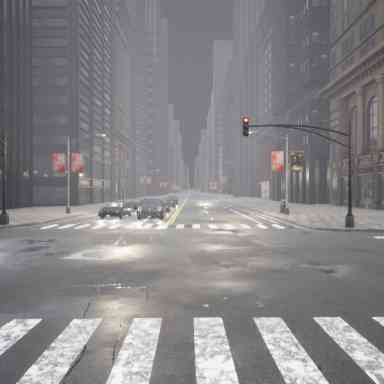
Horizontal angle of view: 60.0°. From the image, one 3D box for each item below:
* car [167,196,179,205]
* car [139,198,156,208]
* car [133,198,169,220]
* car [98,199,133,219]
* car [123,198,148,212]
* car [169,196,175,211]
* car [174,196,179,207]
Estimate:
[{"bbox_3d":[-3.297,1.454,57.838,1.837,1.490,4.892,0,0,0],"label":"car"},{"bbox_3d":[-6.585,1.563,49.532,1.895,1.301,4.718,0,0,0],"label":"car"},{"bbox_3d":[-3.338,1.336,28.091,2.097,1.767,4.553,0,0,0],"label":"car"},{"bbox_3d":[-6.563,1.531,29.348,2.033,1.411,5.357,0,0,4],"label":"car"},{"bbox_3d":[-6.584,1.521,39.446,2.033,1.411,5.357,0,0,0],"label":"car"},{"bbox_3d":[-3.336,1.523,37.565,2.033,1.411,5.357,0,0,0],"label":"car"},{"bbox_3d":[-3.339,1.529,47.464,1.994,1.385,4.181,0,0,0],"label":"car"}]
